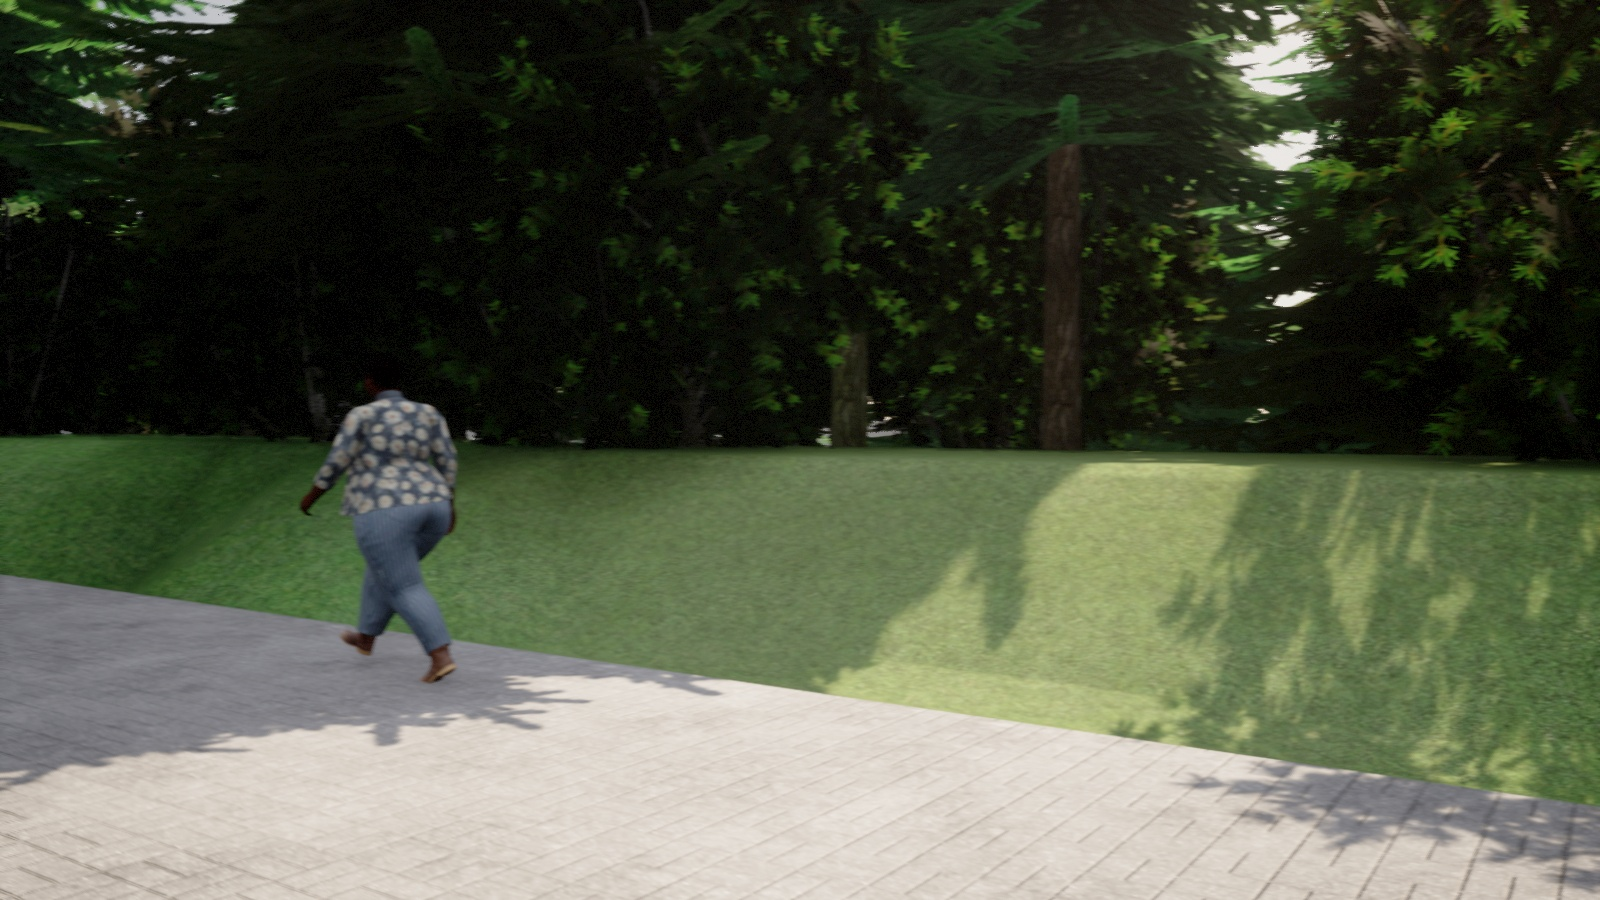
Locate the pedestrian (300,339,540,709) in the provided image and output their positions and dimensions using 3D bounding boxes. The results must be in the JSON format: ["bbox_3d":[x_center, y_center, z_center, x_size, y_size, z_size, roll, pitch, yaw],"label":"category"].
[{"bbox_3d":[-2.087,0.366,6.925,0.900,1.855,0.874,0,1,36],"label":"pedestrian"}]
